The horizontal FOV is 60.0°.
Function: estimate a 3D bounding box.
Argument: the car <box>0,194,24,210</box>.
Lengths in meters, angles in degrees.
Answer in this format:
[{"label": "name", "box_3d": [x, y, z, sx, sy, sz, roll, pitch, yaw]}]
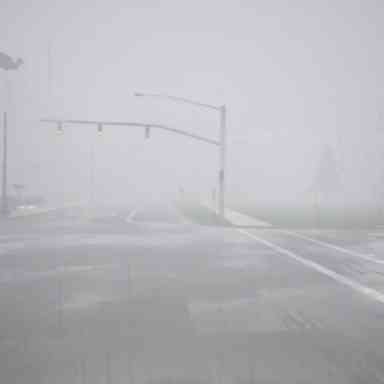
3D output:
[{"label": "car", "box_3d": [-19.202, 1.026, 33.611, 1.837, 1.490, 4.892, 1, 0, -6]}]

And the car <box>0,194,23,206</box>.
[{"label": "car", "box_3d": [-23.734, 1.003, 42.767, 1.895, 1.301, 4.718, 1, 0, -6]}]

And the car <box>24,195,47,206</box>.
[{"label": "car", "box_3d": [-20.168, 1.025, 42.467, 1.994, 1.385, 4.181, 1, 0, -5]}]
